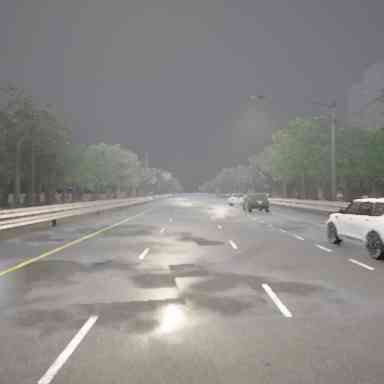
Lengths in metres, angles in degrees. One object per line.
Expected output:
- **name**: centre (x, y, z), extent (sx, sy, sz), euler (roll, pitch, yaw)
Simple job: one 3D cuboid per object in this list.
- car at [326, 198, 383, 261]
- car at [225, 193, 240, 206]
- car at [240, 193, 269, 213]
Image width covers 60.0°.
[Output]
- **car**: centre (7.009, 1.224, 12.400), extent (2.150, 2.045, 5.566), euler (0, 0, 0)
- **car**: centre (7.103, 1.243, 53.453), extent (2.150, 2.045, 5.566), euler (0, 0, 0)
- **car**: centre (7.063, 1.225, 37.055), extent (2.150, 2.045, 5.566), euler (0, 0, 0)
